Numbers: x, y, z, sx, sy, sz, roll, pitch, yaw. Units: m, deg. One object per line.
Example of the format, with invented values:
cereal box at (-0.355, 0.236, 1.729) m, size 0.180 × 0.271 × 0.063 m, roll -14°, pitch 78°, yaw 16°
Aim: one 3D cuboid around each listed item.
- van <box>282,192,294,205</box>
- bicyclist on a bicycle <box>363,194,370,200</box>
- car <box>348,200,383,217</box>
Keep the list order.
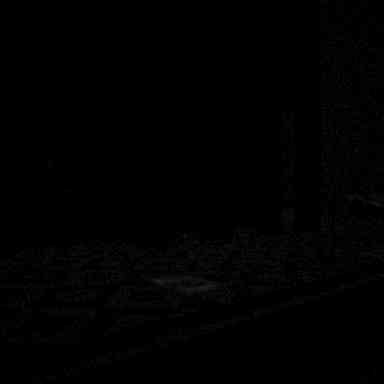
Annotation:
van at (12.282, 0.930, 46.588) m, size 1.690 × 1.788 × 3.998 m, roll 1°, pitch 0°, yaw -36°
bicyclist on a bicycle at (20.870, 1.030, 39.644) m, size 1.656 × 1.620 × 0.582 m, roll 0°, pitch 1°, yaw -36°
car at (14.846, 1.367, 28.314) m, size 2.008 × 1.369 × 4.403 m, roll 1°, pitch 0°, yaw -36°
